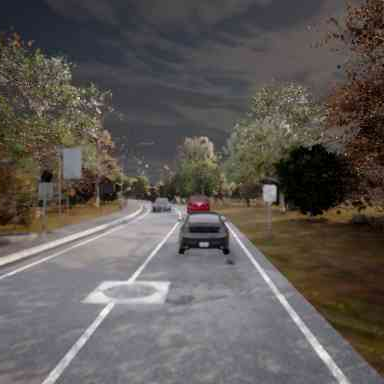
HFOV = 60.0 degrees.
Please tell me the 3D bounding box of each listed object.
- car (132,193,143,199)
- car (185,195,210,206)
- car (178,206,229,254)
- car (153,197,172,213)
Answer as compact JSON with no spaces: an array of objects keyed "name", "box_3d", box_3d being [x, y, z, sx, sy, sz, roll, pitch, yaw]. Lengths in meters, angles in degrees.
[{"name":"car","box_3d":[-12.856,0.954,78.045,2.097,1.767,4.553,2,-1,-22]},{"name":"car","box_3d":[0.560,1.312,33.986,2.150,2.045,5.566,0,0,-3]},{"name":"car","box_3d":[0.485,1.535,13.694,1.837,1.490,4.892,0,0,2]},{"name":"car","box_3d":[-3.451,1.420,38.378,2.097,1.767,4.553,1,0,-5]}]
